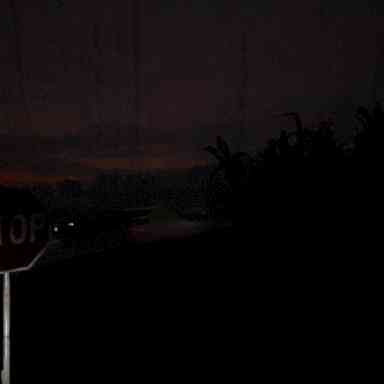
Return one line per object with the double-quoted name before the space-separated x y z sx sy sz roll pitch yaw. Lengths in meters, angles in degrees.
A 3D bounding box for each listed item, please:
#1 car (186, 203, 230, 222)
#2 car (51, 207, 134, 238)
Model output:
"car" 1.493 1.620 28.476 1.882 1.535 5.008 0 -1 36
"car" -5.429 1.619 18.746 2.128 1.511 4.902 0 0 35
